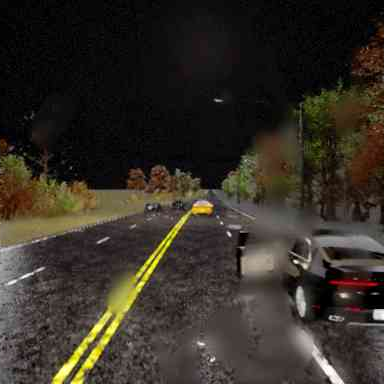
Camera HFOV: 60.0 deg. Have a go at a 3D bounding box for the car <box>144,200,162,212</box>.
[{"bbox_3d":[-5.201,1.885,44.503,2.128,1.511,4.902,0,0,2],"label":"car"}]

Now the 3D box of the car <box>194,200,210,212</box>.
[{"bbox_3d":[1.496,1.875,46.359,2.128,1.511,4.902,0,0,3],"label":"car"}]

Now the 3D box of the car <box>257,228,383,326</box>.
[{"bbox_3d":[2.857,1.561,7.273,1.837,1.490,4.892,0,-1,1],"label":"car"}]

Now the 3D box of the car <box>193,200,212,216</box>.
[{"bbox_3d":[1.139,1.782,35.917,1.882,1.535,5.008,0,-1,3],"label":"car"}]

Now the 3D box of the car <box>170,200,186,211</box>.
[{"bbox_3d":[-1.874,1.899,46.267,1.837,1.490,4.892,0,0,2],"label":"car"}]
